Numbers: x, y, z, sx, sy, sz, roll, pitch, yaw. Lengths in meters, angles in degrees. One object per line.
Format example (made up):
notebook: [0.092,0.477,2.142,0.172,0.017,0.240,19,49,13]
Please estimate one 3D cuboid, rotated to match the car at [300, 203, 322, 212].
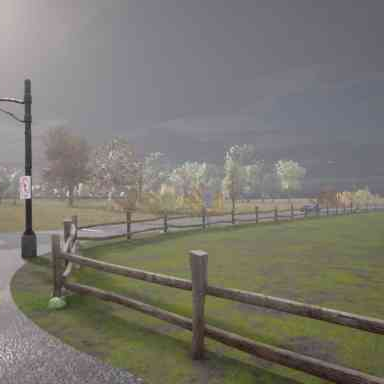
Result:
car: [18.971,2.449,52.928,2.033,1.411,5.357,-1,-2,40]
